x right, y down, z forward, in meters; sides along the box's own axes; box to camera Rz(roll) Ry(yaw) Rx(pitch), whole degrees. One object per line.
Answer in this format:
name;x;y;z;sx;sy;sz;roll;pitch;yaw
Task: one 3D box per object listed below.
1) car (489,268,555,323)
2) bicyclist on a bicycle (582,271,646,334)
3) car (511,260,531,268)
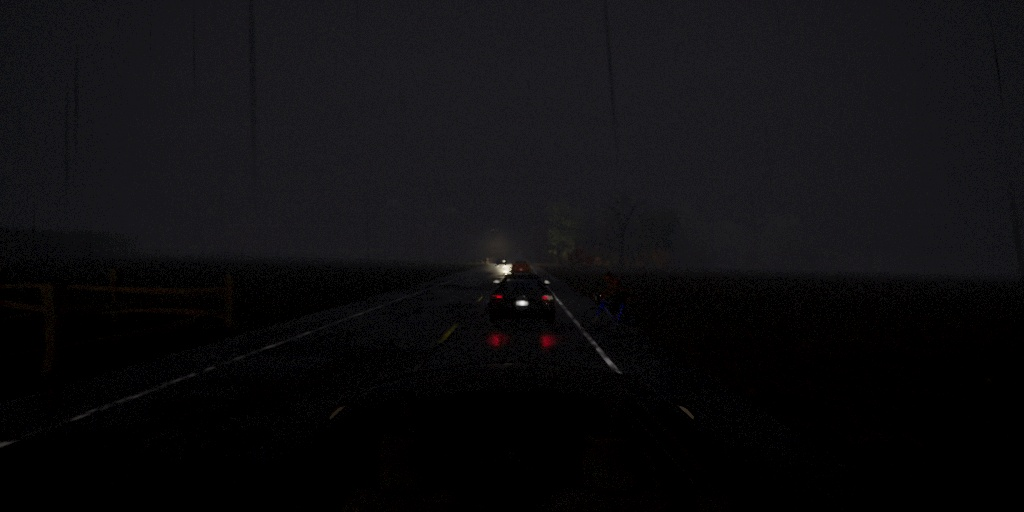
car;0.329;1.286;12.027;1.994;1.385;4.181;1;0;1
bicyclist on a bicycle;2.604;1.207;9.175;1.656;1.620;0.582;0;0;1
car;0.926;1.130;37.122;1.882;1.535;5.008;1;0;1
